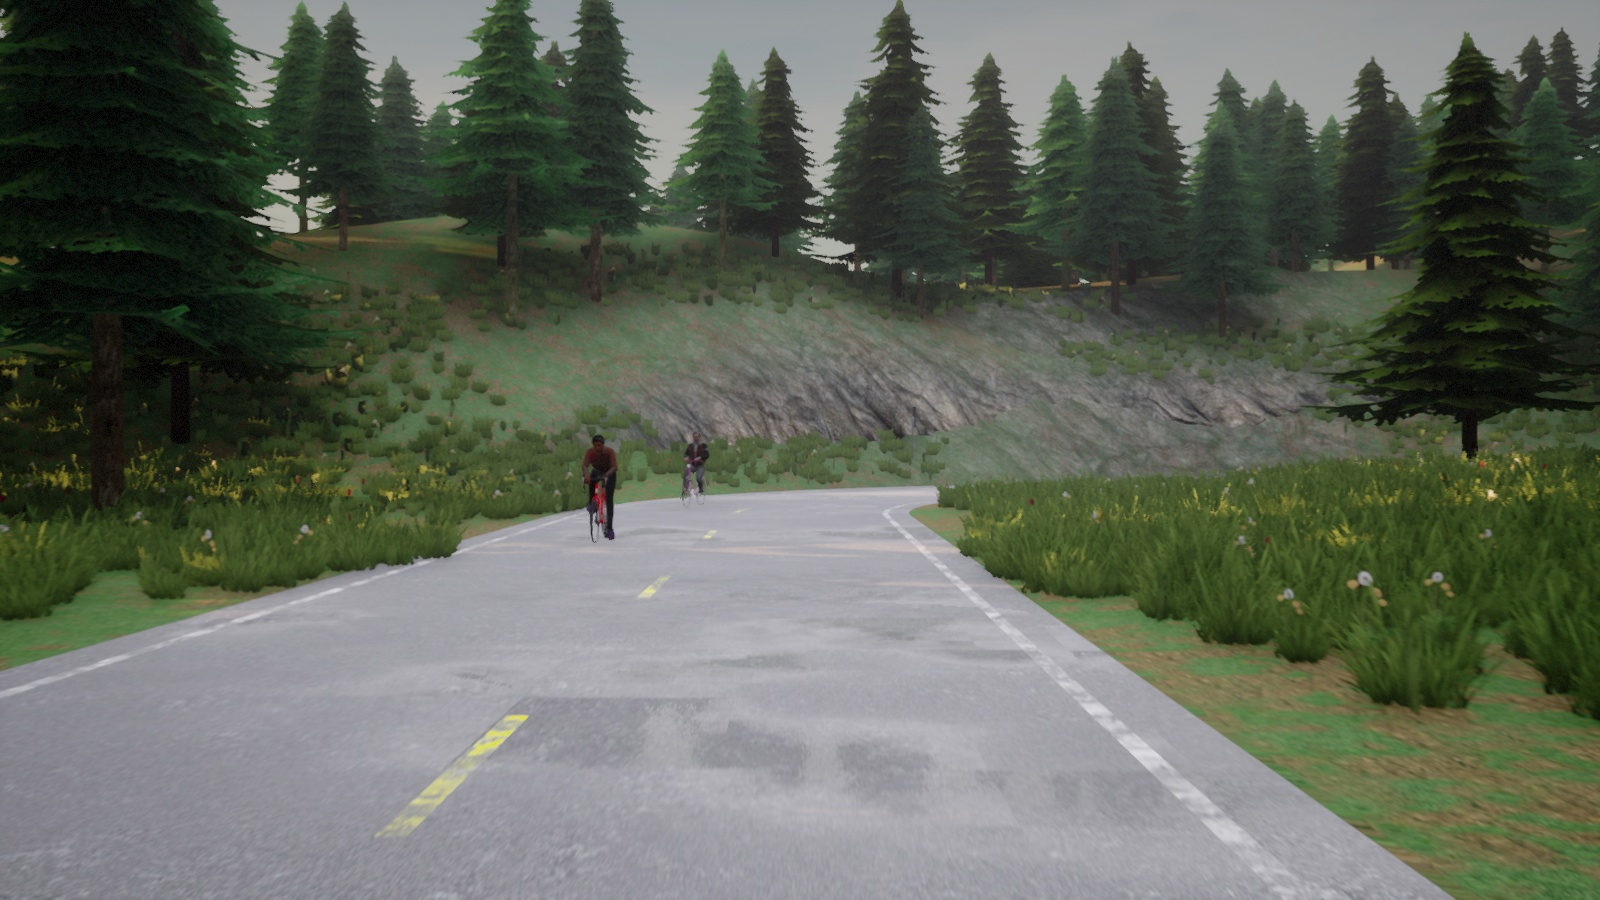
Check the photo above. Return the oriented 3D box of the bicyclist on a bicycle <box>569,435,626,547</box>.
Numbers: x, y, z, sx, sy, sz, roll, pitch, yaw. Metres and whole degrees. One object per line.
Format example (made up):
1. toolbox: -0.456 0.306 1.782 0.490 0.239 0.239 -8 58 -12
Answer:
1. bicyclist on a bicycle: -3.058 0.589 19.063 0.582 1.620 1.656 0 1 1

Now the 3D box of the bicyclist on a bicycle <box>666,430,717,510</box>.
1. bicyclist on a bicycle: -2.486 0.452 28.946 0.659 1.776 1.843 1 0 12
